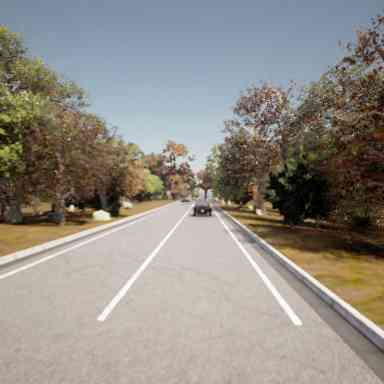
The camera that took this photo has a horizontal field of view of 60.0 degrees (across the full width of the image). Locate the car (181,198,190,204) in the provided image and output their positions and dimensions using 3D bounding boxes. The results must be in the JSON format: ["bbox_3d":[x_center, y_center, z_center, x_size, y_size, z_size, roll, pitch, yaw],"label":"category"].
[{"bbox_3d":[-1.385,1.859,72.558,1.895,1.301,4.718,1,0,2],"label":"car"}]

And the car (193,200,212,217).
[{"bbox_3d":[1.107,1.739,35.384,1.882,1.535,5.008,1,-1,2],"label":"car"}]

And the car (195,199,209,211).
[{"bbox_3d":[1.467,1.853,47.458,1.837,1.490,4.892,1,0,2],"label":"car"}]
